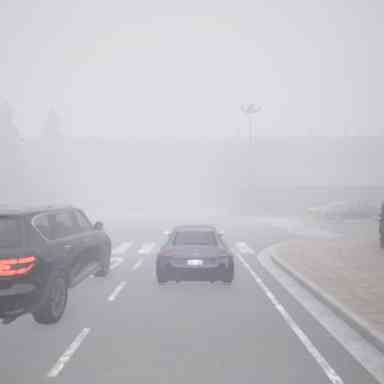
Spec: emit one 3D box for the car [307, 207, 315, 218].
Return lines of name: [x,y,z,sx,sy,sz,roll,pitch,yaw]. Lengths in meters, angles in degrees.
car: [13.201,1.689,30.658,5.008,1.535,1.882,0,0,0]

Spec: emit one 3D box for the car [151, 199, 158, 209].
car: [-7.077,2.065,53.506,1.895,1.301,4.718,0,0,0]

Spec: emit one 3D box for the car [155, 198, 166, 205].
car: [-6.989,2.141,73.925,1.837,1.490,4.892,0,0,0]

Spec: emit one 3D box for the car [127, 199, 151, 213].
car: [-7.084,1.730,43.454,2.097,1.767,4.553,0,0,0]

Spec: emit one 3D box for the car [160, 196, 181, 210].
car: [-3.393,1.678,52.571,2.150,2.045,5.566,0,0,0]

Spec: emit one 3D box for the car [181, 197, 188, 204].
car: [-2.420,2.095,85.244,2.097,1.767,4.553,0,-1,14]

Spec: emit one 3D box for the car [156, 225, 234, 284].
car: [0.086,1.651,9.884,1.994,1.385,4.181,0,0,0]

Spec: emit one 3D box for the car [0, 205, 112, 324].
car: [-3.399,1.287,7.398,2.150,2.045,5.566,0,0,0]

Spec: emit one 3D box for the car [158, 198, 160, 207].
car: [-7.036,2.078,63.607,1.812,1.442,4.674,0,-1,0]

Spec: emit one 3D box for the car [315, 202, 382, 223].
car: [13.108,1.672,27.163,4.902,1.511,2.128,0,0,0]
